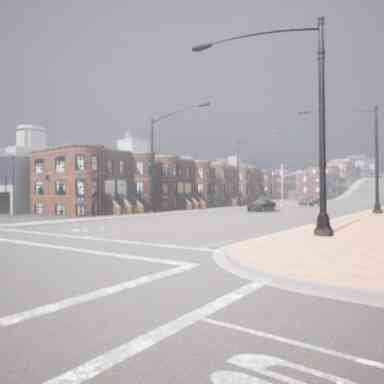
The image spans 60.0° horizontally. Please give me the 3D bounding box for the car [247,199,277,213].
[{"bbox_3d":[8.112,1.569,38.537,1.882,1.535,5.008,-1,0,37],"label":"car"}]

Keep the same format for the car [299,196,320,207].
[{"bbox_3d":[18.334,1.360,52.041,2.097,1.767,4.553,-1,0,37],"label":"car"}]
